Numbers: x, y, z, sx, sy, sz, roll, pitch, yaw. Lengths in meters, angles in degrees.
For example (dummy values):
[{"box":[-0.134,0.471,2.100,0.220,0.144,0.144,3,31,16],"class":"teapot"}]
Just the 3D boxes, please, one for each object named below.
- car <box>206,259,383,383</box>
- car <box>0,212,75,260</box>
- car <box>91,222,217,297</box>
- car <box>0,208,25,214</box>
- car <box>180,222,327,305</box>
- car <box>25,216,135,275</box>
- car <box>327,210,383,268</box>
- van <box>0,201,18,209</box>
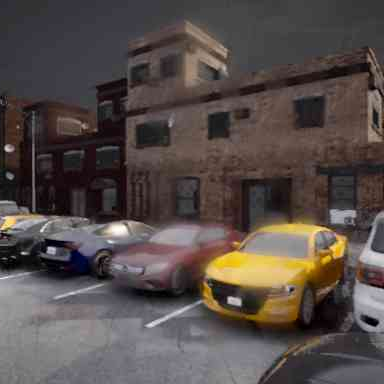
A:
[{"box":[2.620,1.492,1.509,4.892,1.490,1.837,-1,0,36],"class":"car"},{"box":[-4.604,1.591,12.234,2.231,1.521,4.892,-1,0,36],"class":"car"},{"box":[-0.110,1.571,9.038,2.002,1.452,4.674,-1,0,36],"class":"car"},{"box":[-6.736,1.618,13.990,1.946,1.575,5.366,-1,0,36],"class":"car"},{"box":[2.136,1.503,7.438,2.097,1.535,5.008,-1,0,36],"class":"car"},{"box":[-2.338,1.590,10.660,2.163,1.488,4.792,-1,0,36],"class":"car"},{"box":[4.391,1.226,5.858,2.435,2.045,5.566,-1,0,36],"class":"car"},{"box":[-11.303,1.460,16.877,1.878,1.987,4.442,-1,-1,36],"class":"van"}]
